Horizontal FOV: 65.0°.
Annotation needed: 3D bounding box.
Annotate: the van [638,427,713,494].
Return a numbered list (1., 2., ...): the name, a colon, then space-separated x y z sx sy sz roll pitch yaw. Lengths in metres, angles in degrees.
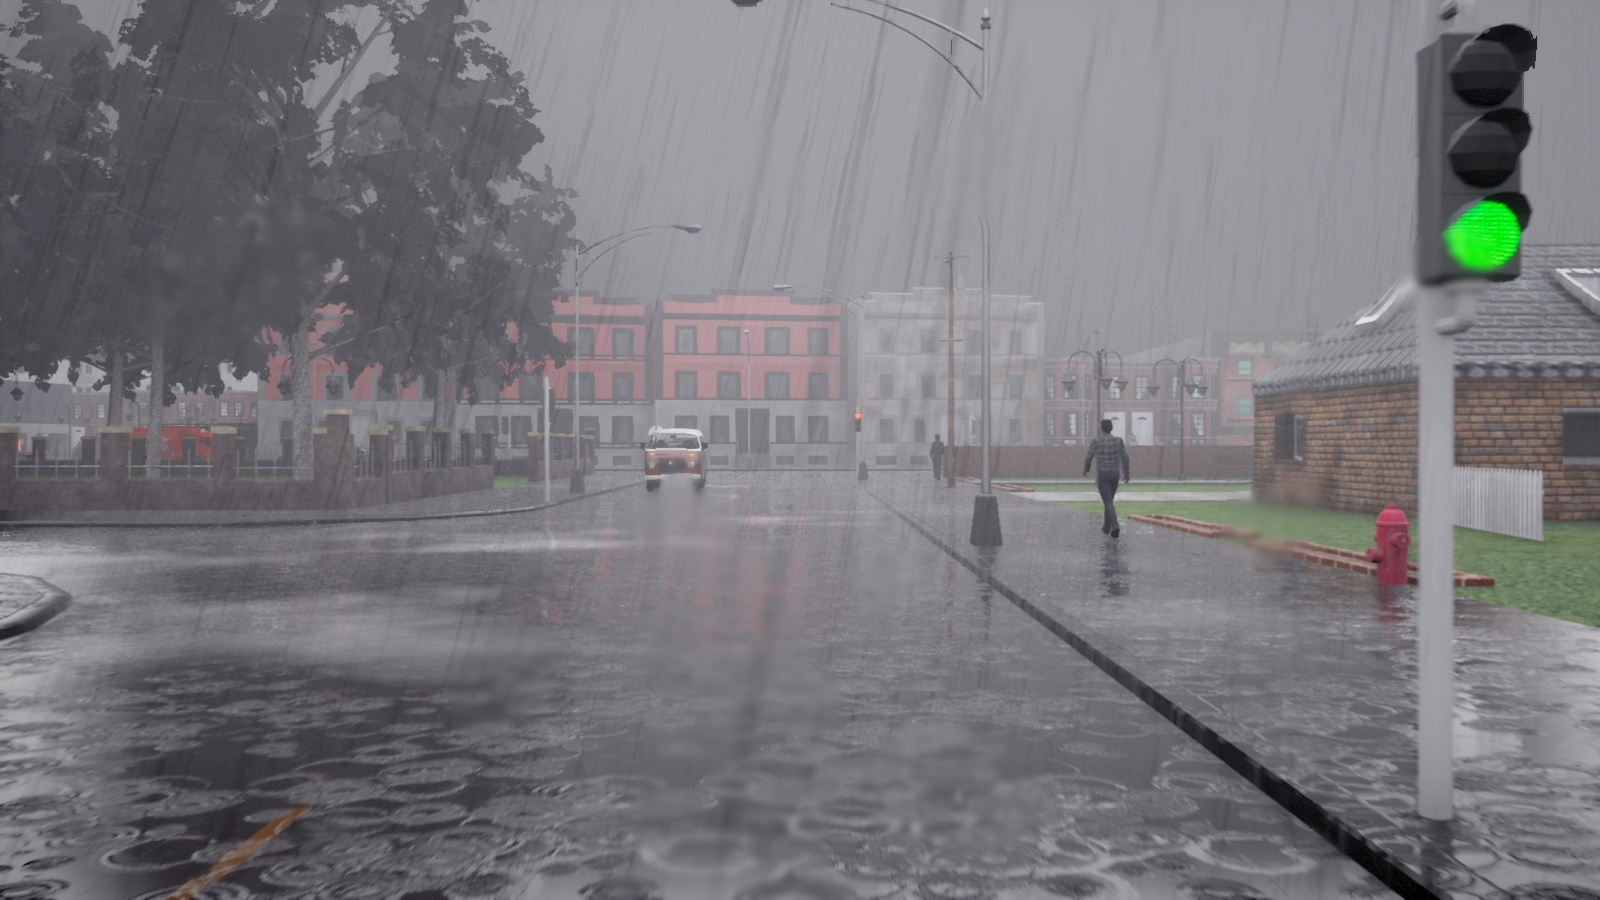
1. van: -3.930 0.306 40.255 2.069 2.038 4.480 0 0 -2

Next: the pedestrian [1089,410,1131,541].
1. pedestrian: 4.694 0.382 19.057 0.423 1.949 0.788 0 0 -2

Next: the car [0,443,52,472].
1. car: -42.547 0.403 66.242 4.902 1.511 2.128 0 0 0

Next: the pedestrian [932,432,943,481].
1. pedestrian: 5.394 0.247 49.235 0.395 1.930 0.692 0 0 3

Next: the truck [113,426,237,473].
1. truck: -32.904 -0.032 66.218 5.204 2.467 2.627 0 0 0
